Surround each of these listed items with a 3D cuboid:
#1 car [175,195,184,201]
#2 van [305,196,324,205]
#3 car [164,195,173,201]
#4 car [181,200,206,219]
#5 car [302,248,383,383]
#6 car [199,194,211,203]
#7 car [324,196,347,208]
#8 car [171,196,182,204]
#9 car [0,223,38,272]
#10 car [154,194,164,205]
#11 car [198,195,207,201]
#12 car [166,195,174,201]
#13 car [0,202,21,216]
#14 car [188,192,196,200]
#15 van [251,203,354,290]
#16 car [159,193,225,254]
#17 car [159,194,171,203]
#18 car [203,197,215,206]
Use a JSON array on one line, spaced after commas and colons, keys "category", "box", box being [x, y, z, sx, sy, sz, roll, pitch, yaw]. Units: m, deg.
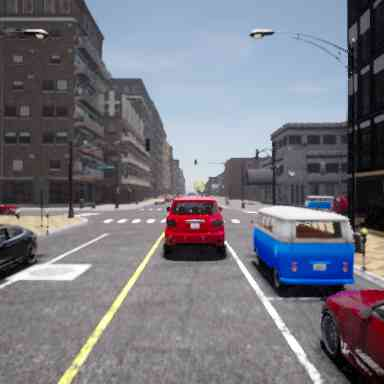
[{"category": "car", "box": [-3.003, 1.493, 80.928, 1.994, 1.385, 4.181, 0, 0, 0]}, {"category": "van", "box": [14.899, 1.369, 38.049, 3.998, 1.788, 1.690, 0, 0, 0]}, {"category": "car", "box": [-5.691, 1.509, 81.259, 2.008, 1.369, 4.403, 0, 0, 0]}, {"category": "car", "box": [0.102, 1.501, 30.215, 2.033, 1.411, 5.357, 0, 0, 0]}, {"category": "car", "box": [2.661, 1.578, 3.088, 1.802, 1.307, 4.206, 0, 0, 0]}, {"category": "car", "box": [2.691, 1.269, 70.182, 2.192, 1.841, 5.009, 0, 0, 0]}, {"category": "car", "box": [14.922, 1.314, 29.669, 5.009, 1.841, 2.192, 0, 0, 0]}, {"category": "car", "box": [-3.018, 1.479, 64.592, 1.812, 1.442, 4.674, 0, 0, 0]}, {"category": "car", "box": [-5.687, 1.554, 8.802, 1.947, 1.339, 4.313, 0, 0, 0]}, {"category": "car", "box": [-5.690, 1.480, 58.932, 1.752, 1.417, 4.829, 0, 0, 0]}, {"category": "car", "box": [2.689, 1.512, 86.799, 2.008, 1.369, 4.403, 0, 0, 0]}, {"category": "car", "box": [-5.691, 1.486, 86.628, 1.752, 1.417, 4.829, 0, 0, 0]}, {"category": "car", "box": [-17.467, 1.490, 29.588, 4.206, 1.307, 1.802, 0, 0, 0]}, {"category": "car", "box": [-0.003, 1.077, 90.403, 2.150, 2.045, 5.566, 0, 0, 0]}, {"category": "van", "box": [2.661, 1.329, 8.777, 1.690, 1.788, 3.998, 0, 0, 0]}, {"category": "car", "box": [0.099, 1.204, 13.599, 2.150, 2.045, 5.566, 0, 0, 0]}, {"category": "car", "box": [-5.690, 1.269, 70.180, 2.192, 1.841, 5.009, 0, 0, 0]}, {"category": "car", "box": [2.691, 1.481, 53.734, 1.752, 1.417, 4.829, 0, 0, 0]}]
